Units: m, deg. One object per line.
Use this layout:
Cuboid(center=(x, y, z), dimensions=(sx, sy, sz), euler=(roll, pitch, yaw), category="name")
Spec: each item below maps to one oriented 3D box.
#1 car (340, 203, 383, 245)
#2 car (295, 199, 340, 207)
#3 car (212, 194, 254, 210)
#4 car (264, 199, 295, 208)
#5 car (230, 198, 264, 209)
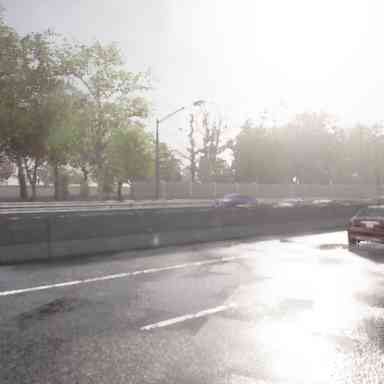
Cuboid(center=(8.691, 1.341, 14.252), dimensions=(4.553, 1.767, 2.097), euler=(0, 0, -35), category="car")
Cuboid(center=(11.645, 1.489, 29.500), dimensions=(4.892, 1.490, 1.837), euler=(0, 0, -35), category="car")
Cuboid(center=(4.789, 1.207, 37.158), dimensions=(5.566, 2.045, 2.150), euler=(0, 0, -38), category="car")
Cuboid(center=(9.816, 1.475, 32.495), dimensions=(4.902, 1.511, 2.128), euler=(0, 0, -35), category="car")
Cuboid(center=(6.558, 1.584, 34.473), dimensions=(4.718, 1.301, 1.895), euler=(0, 0, -35), category="car")
